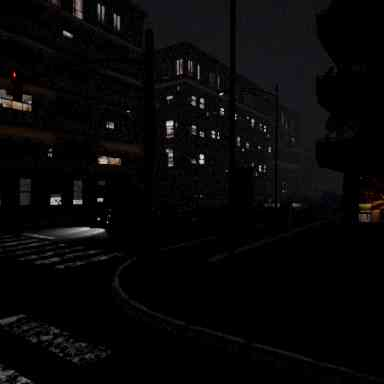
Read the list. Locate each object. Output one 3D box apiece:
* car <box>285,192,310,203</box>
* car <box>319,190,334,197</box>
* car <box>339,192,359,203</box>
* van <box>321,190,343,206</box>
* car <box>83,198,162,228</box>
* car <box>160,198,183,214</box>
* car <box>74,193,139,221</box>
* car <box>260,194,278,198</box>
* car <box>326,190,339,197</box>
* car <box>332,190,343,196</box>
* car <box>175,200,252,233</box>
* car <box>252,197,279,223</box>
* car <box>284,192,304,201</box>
[{"bbox_3d":[15.835,0.763,48.747,2.128,1.511,4.902,1,1,35],"label":"car"},{"bbox_3d":[29.583,0.378,73.058,1.887,1.381,4.507,2,2,35],"label":"car"},{"bbox_3d":[23.647,0.764,49.966,1.887,1.381,4.507,2,2,35],"label":"car"},{"bbox_3d":[17.261,0.721,40.836,1.690,1.788,3.998,2,2,35],"label":"van"},{"bbox_3d":[-4.130,1.317,20.407,1.994,1.385,4.181,1,1,35],"label":"car"},{"bbox_3d":[-2.362,1.180,27.424,1.887,1.381,4.507,2,2,35],"label":"car"},{"bbox_3d":[-5.555,1.031,22.854,2.192,1.841,5.009,2,2,35],"label":"car"},{"bbox_3d":[10.416,0.880,45.678,1.947,1.339,4.313,2,2,35],"label":"car"},{"bbox_3d":[32.777,0.336,77.622,1.802,1.307,4.206,2,2,35],"label":"car"},{"bbox_3d":[35.972,0.256,82.186,1.802,1.307,4.206,2,2,35],"label":"car"},{"bbox_3d":[1.285,1.348,18.023,1.947,1.339,4.313,2,2,35],"label":"car"},{"bbox_3d":[4.480,1.283,22.587,1.802,1.307,4.206,2,2,35],"label":"car"},{"bbox_3d":[16.805,0.719,54.805,1.947,1.339,4.313,2,2,35],"label":"car"}]
